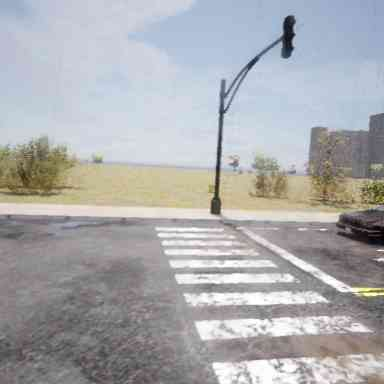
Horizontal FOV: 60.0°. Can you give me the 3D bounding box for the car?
[{"bbox_3d":[8.200,1.045,12.273,5.357,1.411,2.033,2,4,-10],"label":"car"}]
